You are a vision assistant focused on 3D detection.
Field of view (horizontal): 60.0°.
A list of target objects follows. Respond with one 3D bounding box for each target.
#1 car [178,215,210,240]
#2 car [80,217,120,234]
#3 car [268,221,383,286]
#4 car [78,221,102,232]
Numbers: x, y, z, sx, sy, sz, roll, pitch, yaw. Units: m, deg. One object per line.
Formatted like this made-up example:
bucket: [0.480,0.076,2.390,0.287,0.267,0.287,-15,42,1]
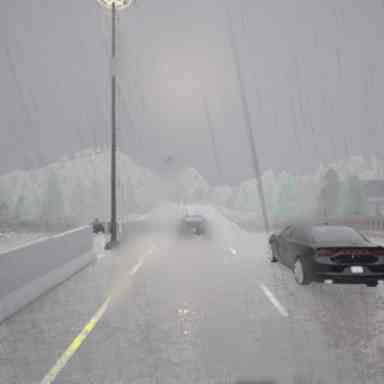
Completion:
car: [0.100,2.137,20.637,1.812,1.442,4.674,0,-4,0]
car: [-7.097,2.647,26.222,1.895,1.301,4.718,0,-5,0]
car: [3.600,1.596,9.728,1.882,1.535,5.008,0,-1,0]
car: [-14.065,4.737,46.075,1.812,1.442,4.674,0,-6,0]
